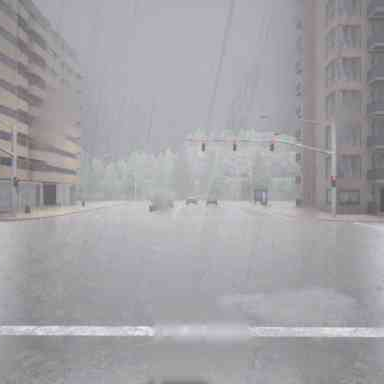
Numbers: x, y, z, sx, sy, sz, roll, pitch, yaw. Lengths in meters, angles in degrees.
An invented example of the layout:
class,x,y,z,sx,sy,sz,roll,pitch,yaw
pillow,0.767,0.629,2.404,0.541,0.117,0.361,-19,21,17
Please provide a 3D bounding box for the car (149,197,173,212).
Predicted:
class,x,y,z,sx,sy,sz,roll,pitch,yaw
car,-3.655,1.352,38.356,2.097,1.767,4.553,0,0,0

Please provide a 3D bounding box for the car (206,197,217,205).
class,x,y,z,sx,sy,sz,roll,pitch,yaw
car,3.546,1.547,59.453,2.033,1.411,5.357,0,0,2

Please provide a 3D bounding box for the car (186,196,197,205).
class,x,y,z,sx,sy,sz,roll,pitch,yaw
car,-0.088,1.526,60.090,1.812,1.442,4.674,0,0,0
